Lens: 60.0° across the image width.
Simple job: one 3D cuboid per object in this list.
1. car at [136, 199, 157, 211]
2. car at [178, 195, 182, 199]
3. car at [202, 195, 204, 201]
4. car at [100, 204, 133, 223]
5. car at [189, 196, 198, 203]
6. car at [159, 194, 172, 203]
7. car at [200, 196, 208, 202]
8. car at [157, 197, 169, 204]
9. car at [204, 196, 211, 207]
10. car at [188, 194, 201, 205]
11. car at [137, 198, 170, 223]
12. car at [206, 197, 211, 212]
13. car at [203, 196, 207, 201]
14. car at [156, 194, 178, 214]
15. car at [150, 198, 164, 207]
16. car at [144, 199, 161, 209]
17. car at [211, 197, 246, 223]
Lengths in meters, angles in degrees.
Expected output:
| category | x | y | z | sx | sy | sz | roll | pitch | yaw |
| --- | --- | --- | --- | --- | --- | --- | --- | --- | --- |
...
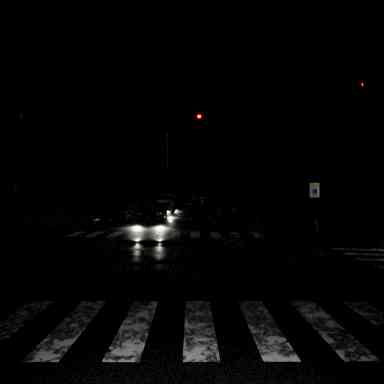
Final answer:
| category | x | y | z | sx | sy | sz | roll | pitch | yaw |
| --- | --- | --- | --- | --- | --- | --- | --- | --- | --- |
| car | -5.585 | 1.579 | 41.638 | 2.008 | 1.369 | 4.403 | 0 | 0 | 0 |
| car | -2.892 | 1.525 | 46.180 | 2.128 | 1.511 | 4.902 | 0 | 0 | 0 |
| car | 2.988 | 1.481 | 52.521 | 1.967 | 1.590 | 4.097 | 0 | 0 | 0 |
| car | -5.656 | 1.576 | 25.267 | 1.947 | 1.339 | 4.313 | 0 | 0 | 0 |
| car | 0.394 | 1.586 | 69.255 | 1.812 | 1.442 | 4.674 | 0 | 0 | 0 |
| car | -5.466 | 1.374 | 68.923 | 2.192 | 1.841 | 5.009 | 0 | 0 | 0 |
| car | 2.682 | 1.573 | 75.896 | 1.837 | 1.490 | 4.892 | 0 | 0 | 0 |
| car | -5.490 | 1.635 | 63.466 | 1.802 | 1.307 | 4.206 | 0 | 0 | 0 |
| car | 2.940 | 1.579 | 41.608 | 2.008 | 1.369 | 4.403 | 0 | 0 | 0 |
| car | 0.350 | 1.612 | 59.270 | 1.994 | 1.385 | 4.181 | 0 | 0 | 1 |
| car | -2.992 | 1.489 | 25.670 | 1.882 | 1.535 | 5.008 | 0 | 0 | 0 |
| car | 2.916 | 1.588 | 36.152 | 1.947 | 1.339 | 4.313 | 0 | 0 | 0 |
| car | 2.964 | 1.585 | 47.065 | 2.008 | 1.369 | 4.403 | 0 | 0 | 0 |
| car | -2.946 | 1.243 | 35.736 | 2.150 | 2.045 | 5.566 | 0 | 0 | 0 |
| car | -5.537 | 1.622 | 52.552 | 1.802 | 1.307 | 4.206 | 0 | 0 | 0 |
| car | -5.561 | 1.616 | 47.095 | 1.802 | 1.307 | 4.206 | 0 | 0 | 0 |
| car | 2.869 | 1.326 | 25.239 | 2.192 | 1.841 | 5.009 | 0 | 0 | 0 |
